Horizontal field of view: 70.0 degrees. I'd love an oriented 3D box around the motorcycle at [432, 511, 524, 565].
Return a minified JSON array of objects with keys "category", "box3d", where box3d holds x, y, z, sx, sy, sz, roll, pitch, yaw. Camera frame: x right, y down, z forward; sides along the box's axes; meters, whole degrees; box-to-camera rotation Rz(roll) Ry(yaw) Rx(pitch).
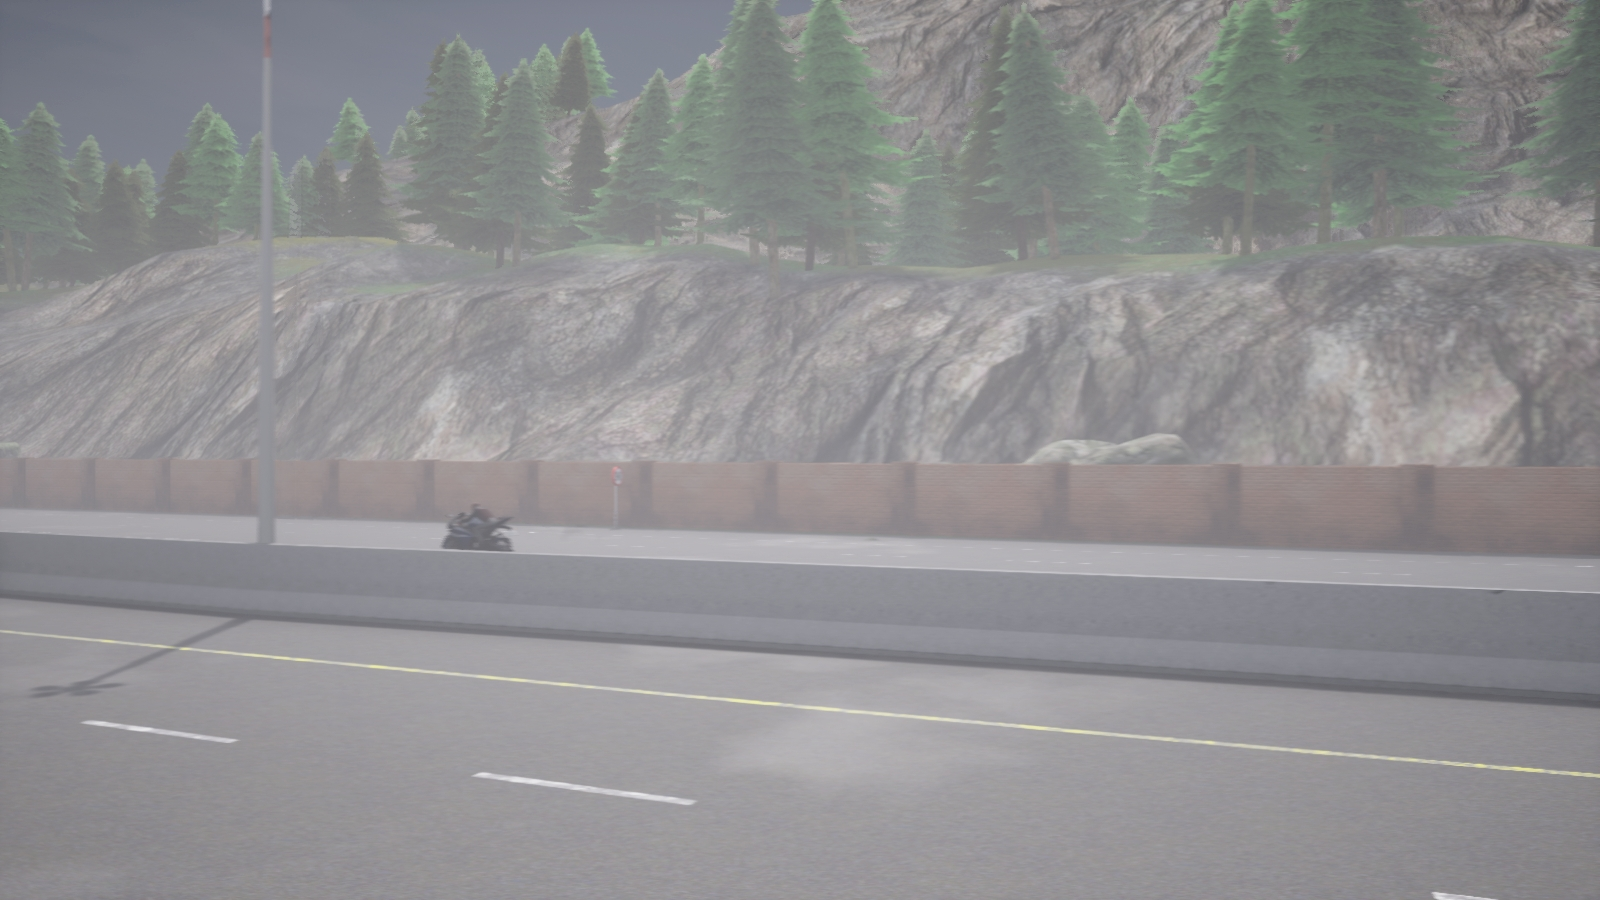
[{"category":"motorcycle","box3d":[-8.222,2.220,29.138,2.209,1.251,0.867,0,0,24]}]
